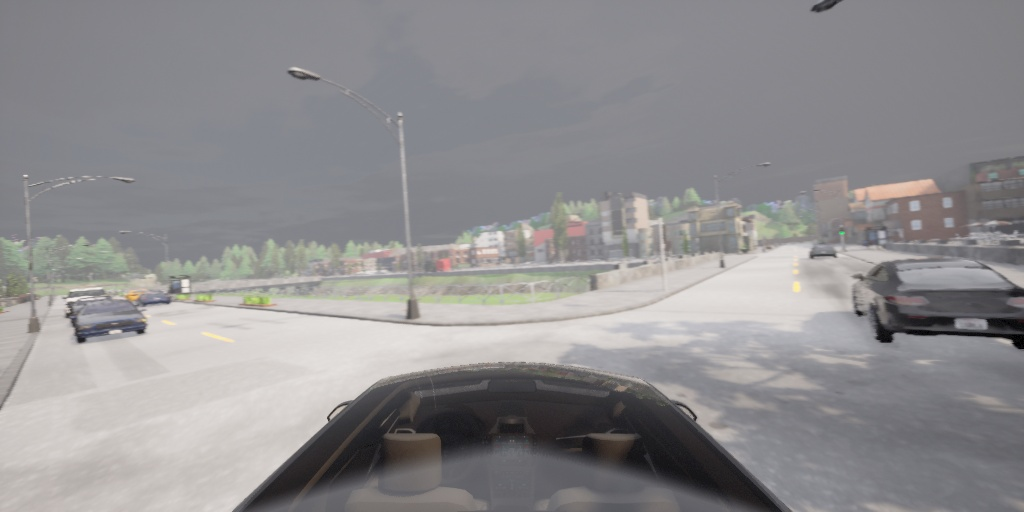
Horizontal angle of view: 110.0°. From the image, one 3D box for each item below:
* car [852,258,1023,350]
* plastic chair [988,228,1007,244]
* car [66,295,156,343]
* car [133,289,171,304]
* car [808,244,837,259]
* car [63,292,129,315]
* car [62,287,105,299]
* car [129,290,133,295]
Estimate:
[{"bbox_3d":[8.168,0.754,7.091,1.812,1.442,4.674,-4,-1,38],"label":"car"},{"bbox_3d":[51.833,-1.998,38.289,0.750,1.272,0.730,0,0,38],"label":"plastic chair"},{"bbox_3d":[-16.899,2.598,15.025,5.357,1.411,2.033,-4,-1,38],"label":"car"},{"bbox_3d":[-33.532,3.945,33.553,4.181,1.385,1.994,-4,-1,39],"label":"car"},{"bbox_3d":[29.897,-0.469,34.580,1.994,1.385,4.181,-4,-1,38],"label":"car"},{"bbox_3d":[-24.132,3.099,20.778,4.902,1.511,2.128,-4,-1,38],"label":"car"},{"bbox_3d":[-32.513,3.475,27.466,5.566,2.045,2.150,-4,-1,39],"label":"car"},{"bbox_3d":[-41.032,4.436,39.442,5.008,1.535,1.882,-4,-1,38],"label":"car"}]
